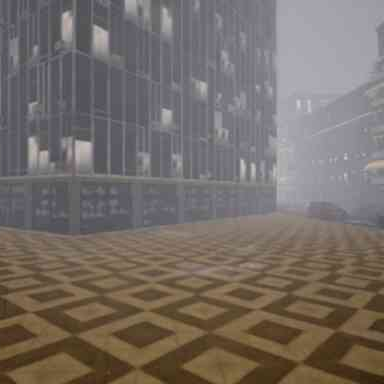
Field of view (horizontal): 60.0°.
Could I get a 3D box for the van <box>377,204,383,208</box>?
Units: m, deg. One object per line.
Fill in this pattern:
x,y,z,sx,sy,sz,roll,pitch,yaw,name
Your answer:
21.505,1.922,34.503,1.690,1.788,3.998,0,-1,-4,van

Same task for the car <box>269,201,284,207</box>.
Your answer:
18.506,2.600,73.133,1.887,1.381,4.507,0,-1,-4,car

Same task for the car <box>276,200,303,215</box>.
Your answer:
12.807,2.230,44.752,1.752,1.417,4.829,0,-1,-4,car

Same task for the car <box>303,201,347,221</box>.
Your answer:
13.649,1.892,33.886,2.192,1.841,5.009,0,-1,-4,car

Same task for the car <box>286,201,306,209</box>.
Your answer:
19.363,2.458,62.095,1.887,1.381,4.507,0,-1,-4,car

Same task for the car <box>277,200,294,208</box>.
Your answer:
18.933,2.424,67.616,1.967,1.590,4.097,0,-1,-4,car

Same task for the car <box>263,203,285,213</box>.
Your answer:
12.365,2.339,50.440,1.947,1.339,4.313,0,-1,-4,car

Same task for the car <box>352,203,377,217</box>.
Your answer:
21.077,2.085,40.022,1.967,1.590,4.097,0,-1,-4,car

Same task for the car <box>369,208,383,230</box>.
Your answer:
14.509,2.031,22.845,1.802,1.307,4.206,0,-1,-4,car
